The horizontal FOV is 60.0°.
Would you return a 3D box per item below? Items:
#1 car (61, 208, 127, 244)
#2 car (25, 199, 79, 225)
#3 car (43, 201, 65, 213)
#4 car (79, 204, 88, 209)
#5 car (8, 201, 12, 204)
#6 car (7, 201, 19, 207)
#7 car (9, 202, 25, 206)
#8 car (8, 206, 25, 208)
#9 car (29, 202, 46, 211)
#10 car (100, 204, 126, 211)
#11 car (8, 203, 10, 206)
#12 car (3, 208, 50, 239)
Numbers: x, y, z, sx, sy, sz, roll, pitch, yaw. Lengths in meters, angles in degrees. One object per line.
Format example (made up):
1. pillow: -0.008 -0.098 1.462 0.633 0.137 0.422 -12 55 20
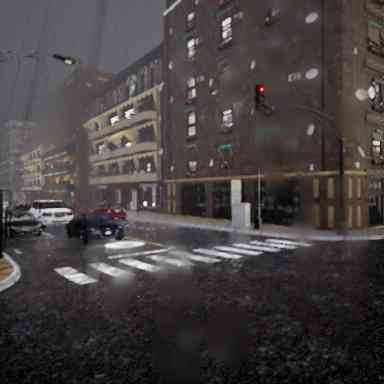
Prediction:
1. car: -5.160 1.796 17.519 1.994 1.385 4.181 -1 0 -36
2. car: -10.697 1.591 25.163 2.150 2.045 5.566 -1 0 -36
3. car: -19.633 2.091 47.365 1.967 1.590 4.097 -2 0 -36
4. car: -13.037 2.068 38.388 1.802 1.307 4.206 -2 0 -36
5. car: -39.230 2.711 74.427 1.947 1.339 4.313 -2 0 -36
6. car: -42.497 2.773 78.939 1.887 1.381 4.507 -2 0 -36
7. car: -16.804 2.028 33.620 1.837 1.490 4.892 -1 0 -36
8. car: -13.460 1.963 24.328 2.008 1.369 4.403 -2 0 -36
9. car: -26.165 2.398 56.385 1.802 1.307 4.206 -2 0 -36
10. car: -7.778 1.795 31.206 1.967 1.590 4.097 -2 0 -36
11. car: -19.540 2.109 32.803 1.887 1.381 4.507 -2 0 -36
12. car: -10.194 1.881 19.818 2.008 1.369 4.403 -2 0 -36
